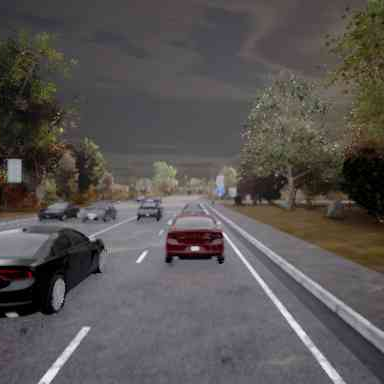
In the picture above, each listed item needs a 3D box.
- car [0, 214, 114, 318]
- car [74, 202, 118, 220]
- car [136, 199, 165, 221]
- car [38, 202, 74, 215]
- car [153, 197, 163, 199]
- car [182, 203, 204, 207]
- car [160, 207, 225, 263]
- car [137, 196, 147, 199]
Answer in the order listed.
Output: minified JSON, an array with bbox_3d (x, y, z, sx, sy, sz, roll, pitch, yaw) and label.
[{"bbox_3d":[-3.410,1.501,7.621,1.882,1.535,5.008,0,0,0],"label":"car"},{"bbox_3d":[-7.105,1.569,25.970,2.128,1.511,4.902,0,0,0],"label":"car"},{"bbox_3d":[-3.411,1.573,27.960,2.128,1.511,4.902,0,0,0],"label":"car"},{"bbox_3d":[-10.604,1.557,26.932,1.882,1.535,5.008,0,0,0],"label":"car"},{"bbox_3d":[-7.018,1.686,68.500,1.812,1.442,4.674,0,0,0],"label":"car"},{"bbox_3d":[0.090,1.647,28.496,1.994,1.385,4.181,0,0,0],"label":"car"},{"bbox_3d":[0.093,1.514,12.191,1.882,1.535,5.008,0,0,0],"label":"car"},{"bbox_3d":[-10.518,1.566,69.329,1.882,1.535,5.008,0,0,0],"label":"car"}]
